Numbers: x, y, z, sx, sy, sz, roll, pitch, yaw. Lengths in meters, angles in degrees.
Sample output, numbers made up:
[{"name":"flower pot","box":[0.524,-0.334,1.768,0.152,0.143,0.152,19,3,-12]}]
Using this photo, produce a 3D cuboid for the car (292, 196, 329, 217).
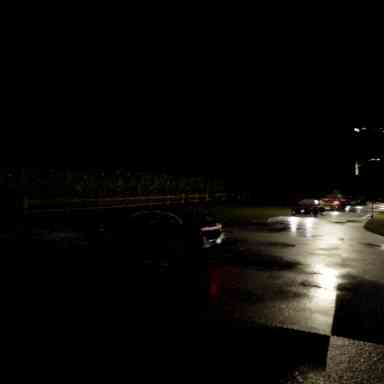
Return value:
[{"name":"car","box":[9.897,1.332,28.176,1.994,1.385,4.181,1,1,33]}]

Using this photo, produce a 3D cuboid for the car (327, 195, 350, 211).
[{"name":"car","box":[15.511,1.084,36.547,2.097,1.767,4.553,1,1,36]}]

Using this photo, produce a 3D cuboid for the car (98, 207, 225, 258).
[{"name":"car","box":[-1.208,1.313,12.012,4.902,1.511,2.128,2,1,30]}]

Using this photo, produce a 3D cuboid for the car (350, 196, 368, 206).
[{"name":"car","box":[23.261,1.235,46.809,1.812,1.442,4.674,1,1,39]}]
